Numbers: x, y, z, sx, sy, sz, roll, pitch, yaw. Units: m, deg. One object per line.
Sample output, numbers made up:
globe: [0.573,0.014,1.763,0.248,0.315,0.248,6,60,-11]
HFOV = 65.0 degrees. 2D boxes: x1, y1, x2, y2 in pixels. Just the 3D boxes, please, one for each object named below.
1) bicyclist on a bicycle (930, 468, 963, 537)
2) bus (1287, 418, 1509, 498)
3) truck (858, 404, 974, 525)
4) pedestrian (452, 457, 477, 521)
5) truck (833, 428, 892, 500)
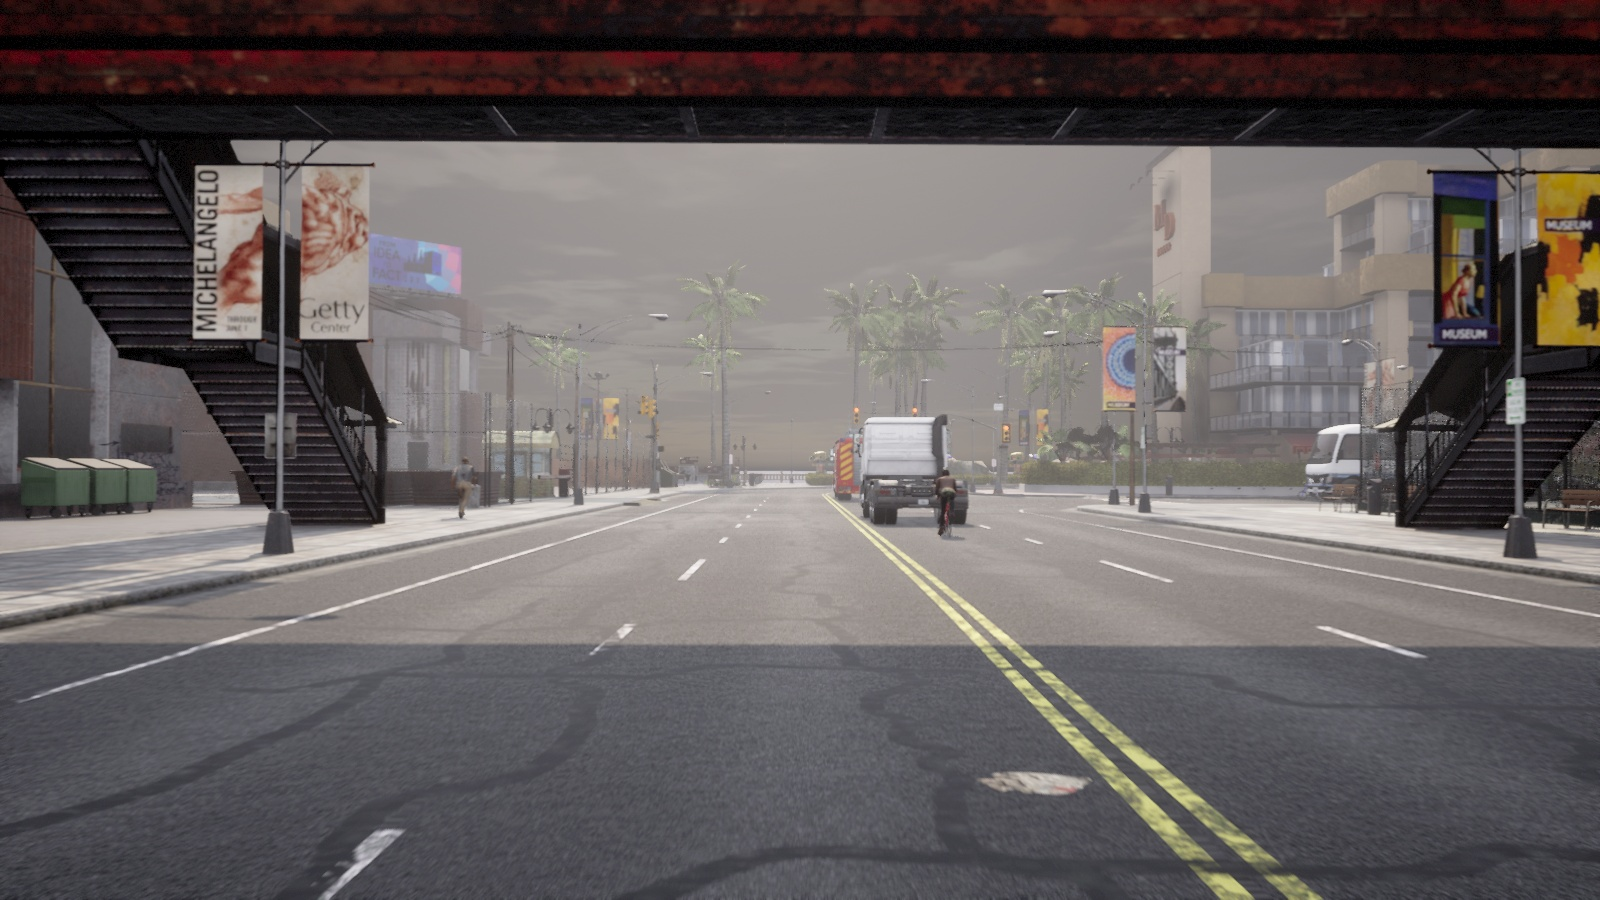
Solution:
bicyclist on a bicycle: [3.538,1.262,30.381,0.582,1.620,1.656,0,-1,0]
bus: [32.584,0.460,68.791,10.273,4.253,3.944,0,-1,-1]
truck: [3.507,0.487,39.895,2.891,3.462,7.936,0,-1,0]
pedestrian: [-9.690,1.117,36.274,0.540,1.848,0.694,0,-1,-1]
truck: [3.416,0.824,70.930,2.891,3.827,8.468,0,-1,0]
